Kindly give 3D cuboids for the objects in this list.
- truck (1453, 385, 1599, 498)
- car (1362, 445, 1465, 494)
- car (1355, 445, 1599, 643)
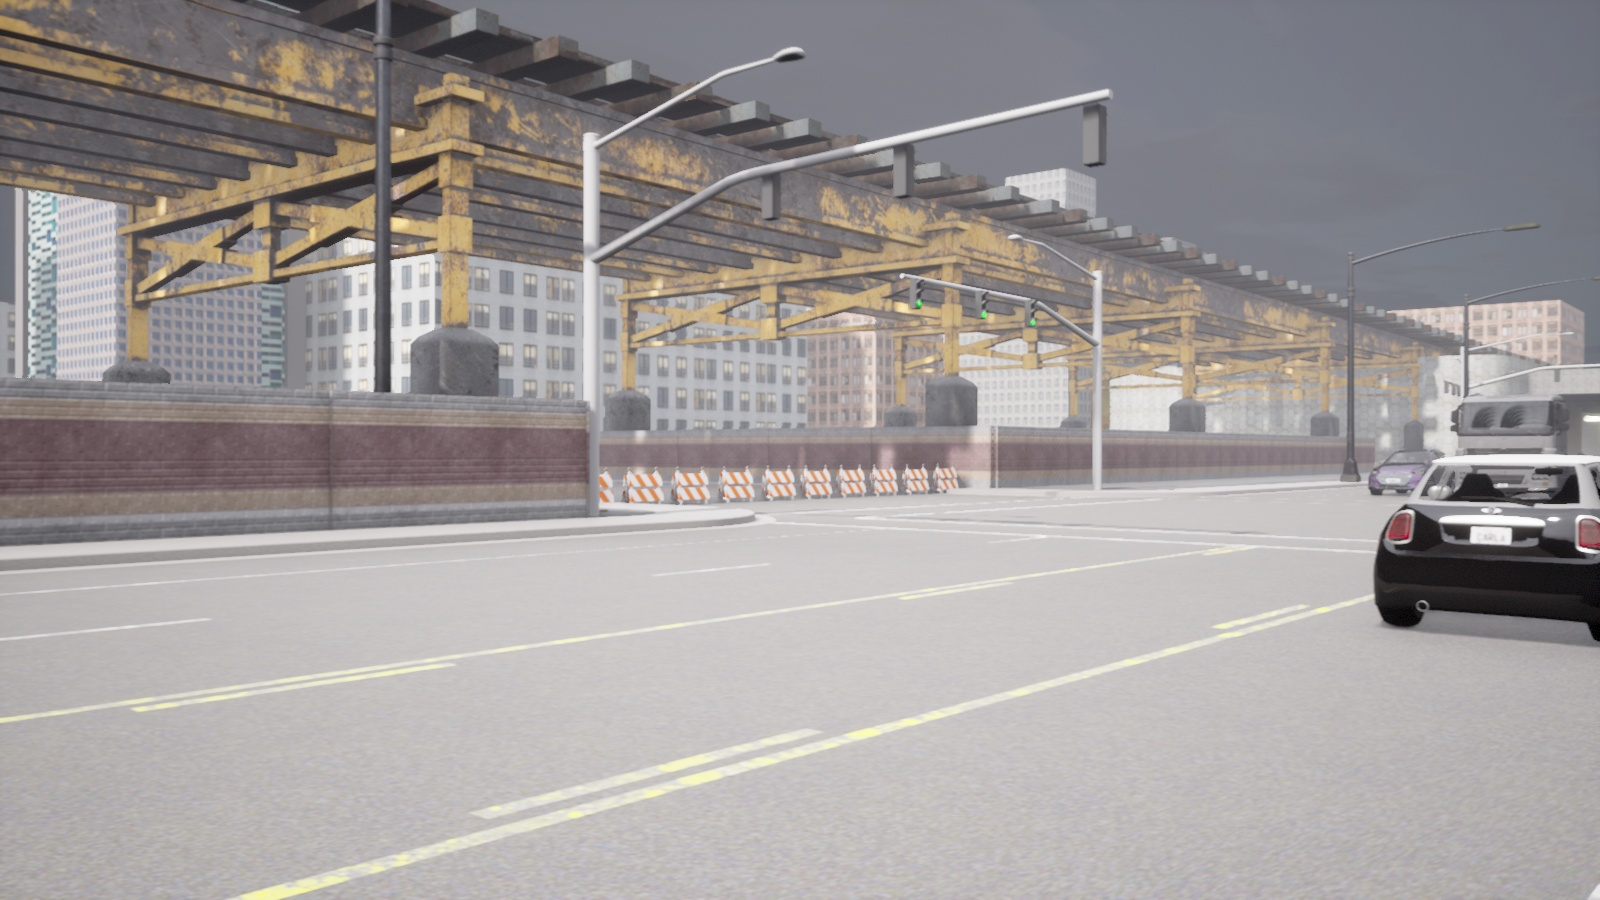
[{"bbox_3d":[24.773,-0.269,42.491,2.891,3.462,7.936,0,0,41],"label":"truck"},{"bbox_3d":[21.670,0.655,44.264,2.033,1.649,4.856,0,0,41],"label":"car"},{"bbox_3d":[6.649,0.702,11.308,1.970,1.475,3.806,0,0,41],"label":"car"}]
